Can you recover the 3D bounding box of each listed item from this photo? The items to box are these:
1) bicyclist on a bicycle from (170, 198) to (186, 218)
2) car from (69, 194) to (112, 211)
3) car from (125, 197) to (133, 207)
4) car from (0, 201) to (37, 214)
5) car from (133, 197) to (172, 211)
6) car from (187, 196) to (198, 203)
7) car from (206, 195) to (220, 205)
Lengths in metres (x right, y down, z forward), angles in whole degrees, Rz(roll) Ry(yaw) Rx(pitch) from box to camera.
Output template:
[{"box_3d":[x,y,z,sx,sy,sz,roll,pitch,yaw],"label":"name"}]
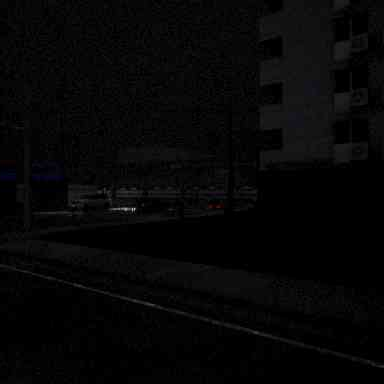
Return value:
[{"box_3d":[-1.169,1.300,27.291,1.656,1.620,0.582,0,0,36],"label":"bicyclist on a bicycle"},{"box_3d":[-12.300,1.221,40.713,2.150,2.045,5.566,0,0,29],"label":"car"},{"box_3d":[-8.353,1.491,49.988,2.128,1.511,4.902,0,0,15],"label":"car"},{"box_3d":[-17.886,1.601,32.461,1.895,1.301,4.718,0,0,35],"label":"car"},{"box_3d":[-4.422,1.547,40.067,2.033,1.411,5.357,0,0,26],"label":"car"},{"box_3d":[0.075,1.564,68.455,1.994,1.385,4.181,0,0,-7],"label":"car"},{"box_3d":[3.916,1.526,58.460,1.812,1.442,4.674,0,0,4],"label":"car"}]
